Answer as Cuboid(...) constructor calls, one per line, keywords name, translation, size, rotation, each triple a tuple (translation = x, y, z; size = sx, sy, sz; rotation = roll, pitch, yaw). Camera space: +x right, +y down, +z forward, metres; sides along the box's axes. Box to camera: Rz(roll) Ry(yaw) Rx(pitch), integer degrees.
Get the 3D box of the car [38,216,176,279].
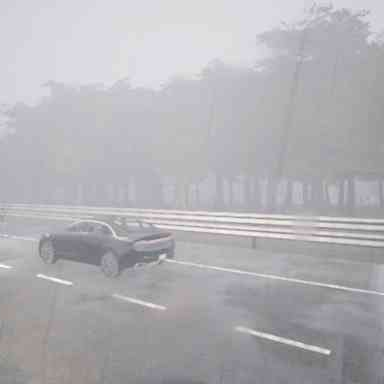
Cuboid(name="car", translation=(-2.745, 1.491, 10.129), size=(4.902, 1.511, 2.128), rotation=(0, 0, 36))
